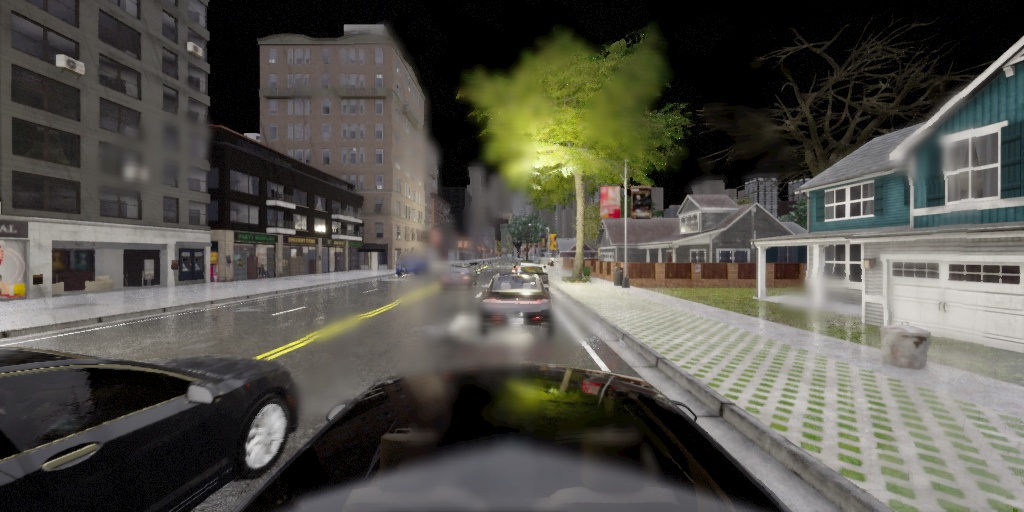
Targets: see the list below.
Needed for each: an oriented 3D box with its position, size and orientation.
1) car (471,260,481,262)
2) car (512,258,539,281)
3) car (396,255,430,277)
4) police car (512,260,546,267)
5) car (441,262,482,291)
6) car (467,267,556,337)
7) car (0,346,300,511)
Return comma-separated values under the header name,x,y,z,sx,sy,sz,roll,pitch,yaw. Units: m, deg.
name,x,y,z,sx,sy,sz,roll,pitch,yaw
car,-6.327,1.300,61.989,1.895,1.301,4.718,0,0,1
car,1.082,1.081,30.424,2.097,1.767,4.553,0,0,0
car,-9.724,0.946,35.598,2.150,2.045,5.566,0,0,0
police car,1.045,1.165,20.564,1.930,1.638,5.238,0,0,0
car,-3.071,1.286,22.017,2.033,1.411,5.357,0,0,-1
car,0.131,1.239,10.315,2.128,1.511,4.902,0,0,0
car,-3.150,1.252,1.817,1.837,1.490,4.892,0,-1,0
